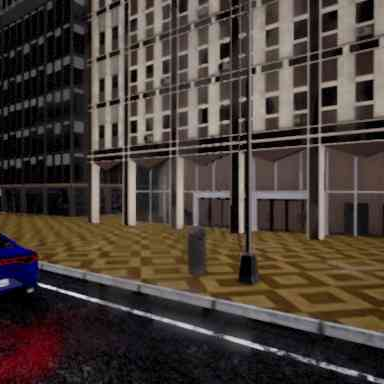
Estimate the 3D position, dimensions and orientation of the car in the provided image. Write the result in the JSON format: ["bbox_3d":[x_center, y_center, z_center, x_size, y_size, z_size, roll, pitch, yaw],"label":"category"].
[{"bbox_3d":[-5.484,1.535,7.554,5.008,1.535,1.882,0,0,36],"label":"car"}]
